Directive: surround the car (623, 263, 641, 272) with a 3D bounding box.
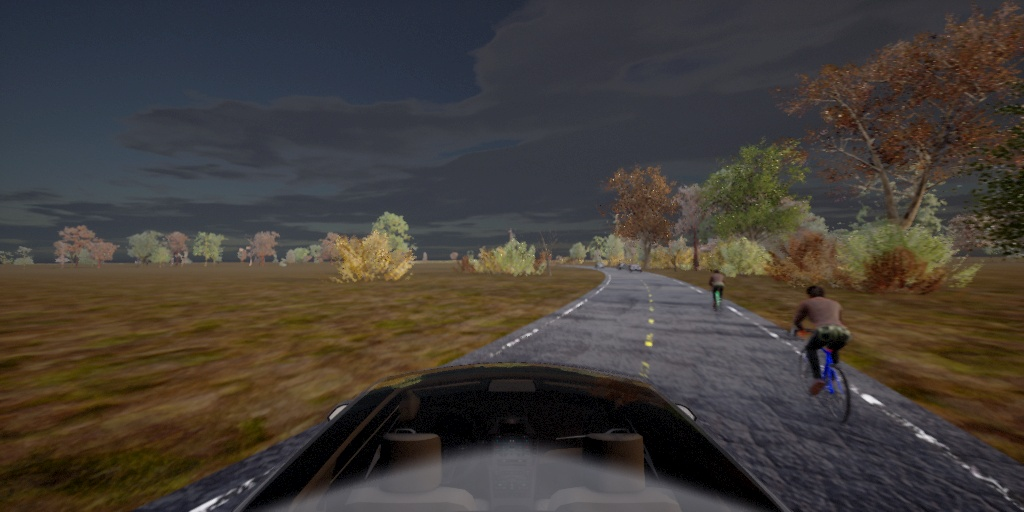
[{"bbox_3d":[20.075,1.973,59.107,2.033,1.411,5.357,0,-1,11],"label":"car"}]

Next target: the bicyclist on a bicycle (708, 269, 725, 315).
[{"bbox_3d":[7.585,1.321,13.242,0.582,1.620,1.656,-1,-1,21],"label":"bicyclist on a bicycle"}]

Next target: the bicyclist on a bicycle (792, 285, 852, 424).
[{"bbox_3d":[4.151,1.226,4.824,0.582,1.620,1.656,-1,-1,23],"label":"bicyclist on a bicycle"}]
